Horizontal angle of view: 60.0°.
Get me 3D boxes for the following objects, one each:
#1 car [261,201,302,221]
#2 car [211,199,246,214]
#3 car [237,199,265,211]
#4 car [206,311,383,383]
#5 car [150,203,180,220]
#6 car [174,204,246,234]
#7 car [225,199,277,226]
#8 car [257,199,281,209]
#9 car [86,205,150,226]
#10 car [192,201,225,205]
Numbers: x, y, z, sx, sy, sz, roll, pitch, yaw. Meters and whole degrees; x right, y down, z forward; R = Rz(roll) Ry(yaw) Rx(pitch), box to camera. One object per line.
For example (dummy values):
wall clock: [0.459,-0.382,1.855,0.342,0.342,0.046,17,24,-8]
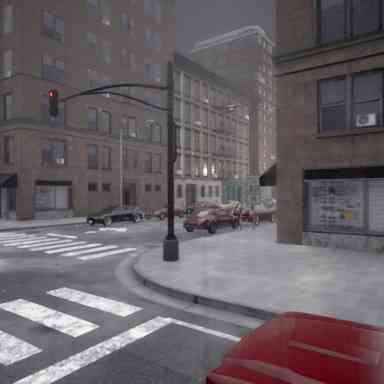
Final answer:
car: [7.668,1.494,28.010,1.752,1.417,4.829,0,0,36]
car: [4.151,1.542,36.888,1.752,1.417,4.829,0,0,36]
car: [7.460,1.598,41.515,1.802,1.307,4.206,0,0,36]
car: [2.351,1.601,2.013,4.718,1.301,1.895,0,0,36]
car: [-2.169,1.602,28.049,1.802,1.307,4.206,0,0,36]
car: [1.149,1.554,18.893,1.802,1.307,4.206,0,0,36]
car: [4.359,1.410,23.383,1.967,1.590,4.097,0,0,36]
car: [10.669,1.599,46.004,1.802,1.307,4.206,0,0,36]
car: [-5.379,1.588,23.560,1.947,1.339,4.313,0,0,36]
car: [1.040,1.563,32.537,1.887,1.381,4.507,0,0,36]
